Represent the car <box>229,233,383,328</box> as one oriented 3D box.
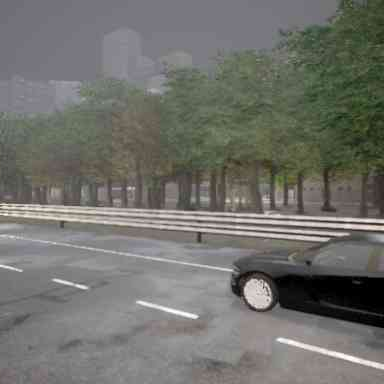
[{"bbox_3d":[3.064,1.496,5.982,5.008,1.535,1.882,0,0,35],"label":"car"}]
